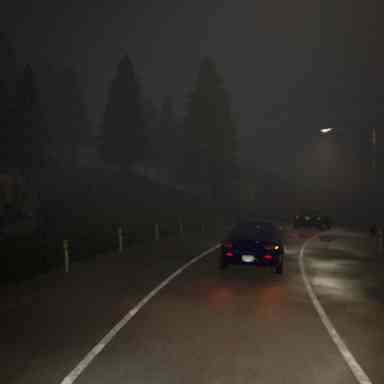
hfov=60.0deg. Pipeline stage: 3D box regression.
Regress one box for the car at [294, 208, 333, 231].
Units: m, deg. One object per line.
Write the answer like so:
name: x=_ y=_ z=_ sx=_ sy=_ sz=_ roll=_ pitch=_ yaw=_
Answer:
car: x=9.879 y=2.129 z=26.820 sx=2.097 sy=1.767 sz=4.553 roll=2 pitch=-2 yaw=34

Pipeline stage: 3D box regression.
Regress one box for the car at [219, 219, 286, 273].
car: x=2.108 y=1.642 z=11.099 sx=1.812 sy=1.442 sz=4.674 roll=1 pitch=-1 yaw=15
